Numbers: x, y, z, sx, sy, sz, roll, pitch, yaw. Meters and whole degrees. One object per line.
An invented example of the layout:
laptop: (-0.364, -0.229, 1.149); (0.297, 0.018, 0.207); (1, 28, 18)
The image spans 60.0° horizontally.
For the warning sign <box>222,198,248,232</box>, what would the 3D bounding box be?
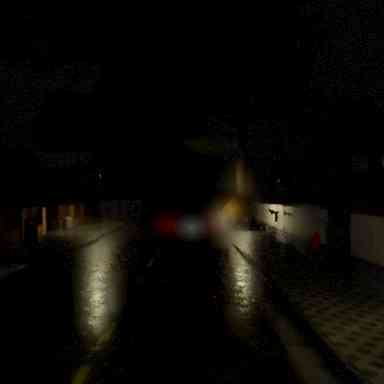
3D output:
warning sign: (2.481, 1.317, 19.373); (1.300, 1.860, 1.060); (-1, -2, 0)

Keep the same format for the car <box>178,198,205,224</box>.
car: (-0.018, 1.536, 29.038); (2.150, 2.045, 5.566); (0, -1, 0)

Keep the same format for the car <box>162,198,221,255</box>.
car: (-0.009, 1.358, 14.032); (2.150, 2.045, 5.566); (0, 0, 0)

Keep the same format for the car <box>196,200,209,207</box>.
car: (2.335, 2.438, 72.807); (1.882, 1.535, 5.008); (-1, -1, 14)
